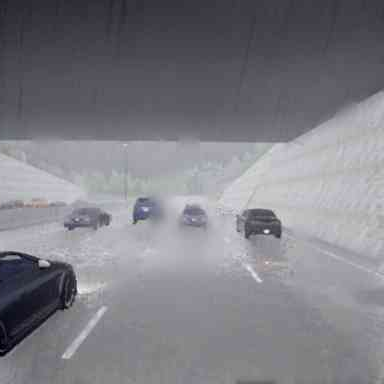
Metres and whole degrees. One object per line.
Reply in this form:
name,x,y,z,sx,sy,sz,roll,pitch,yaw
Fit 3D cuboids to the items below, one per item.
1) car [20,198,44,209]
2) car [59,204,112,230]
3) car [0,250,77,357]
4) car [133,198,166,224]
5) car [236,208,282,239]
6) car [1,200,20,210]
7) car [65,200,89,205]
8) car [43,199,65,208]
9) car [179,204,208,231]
car,-24.486,1.812,52.307,2.097,1.767,4.553,0,0,0
car,-6.881,1.746,22.450,2.033,1.411,5.357,0,-1,0
car,-3.395,1.612,5.315,1.994,1.385,4.181,0,0,0
car,-3.380,1.461,27.032,2.150,2.045,5.566,0,-1,0
car,3.616,1.670,18.525,1.837,1.490,4.892,0,-1,0
car,-27.987,1.976,52.181,1.837,1.490,4.892,0,-1,0
car,-17.491,1.952,51.878,2.128,1.511,4.902,0,-1,0
car,-20.989,2.027,52.136,1.994,1.385,4.181,0,-1,0
car,0.119,1.746,22.358,2.033,1.411,5.357,0,-1,0
